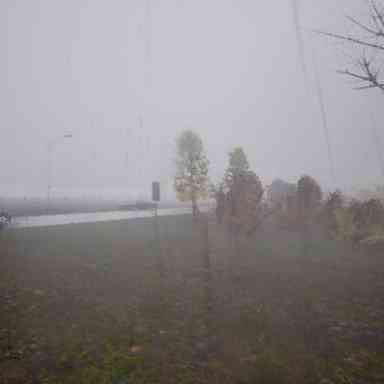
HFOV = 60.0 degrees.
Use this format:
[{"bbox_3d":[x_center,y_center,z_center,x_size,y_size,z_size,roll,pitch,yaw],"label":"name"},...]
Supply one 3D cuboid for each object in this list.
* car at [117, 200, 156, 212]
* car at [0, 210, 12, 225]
[{"bbox_3d":[-6.220,1.589,37.575,1.895,1.301,4.718,-1,-1,31],"label":"car"},{"bbox_3d":[-13.091,1.329,19.497,1.812,1.442,4.674,0,-1,32],"label":"car"}]
